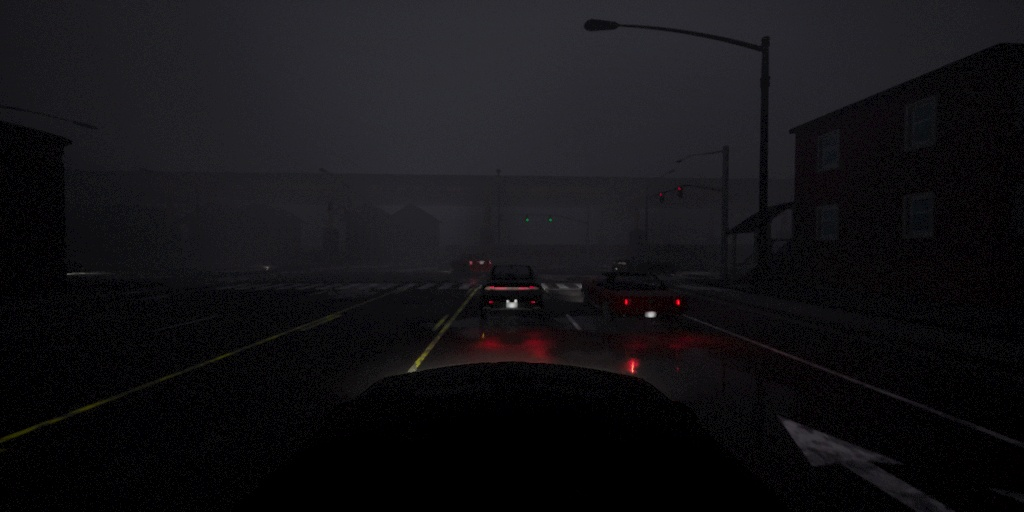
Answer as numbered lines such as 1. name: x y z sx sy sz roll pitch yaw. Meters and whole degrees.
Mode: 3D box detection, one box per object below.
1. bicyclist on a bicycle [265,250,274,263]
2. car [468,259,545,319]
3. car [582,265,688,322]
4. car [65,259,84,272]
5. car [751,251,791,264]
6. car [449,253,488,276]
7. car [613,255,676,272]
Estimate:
1. bicyclist on a bicycle: -31.432 0.108 46.447 0.582 1.620 1.656 0 2 0
2. car: -0.012 1.022 11.780 2.128 1.511 4.902 0 1 0
3. car: 3.491 1.140 11.249 1.895 1.301 4.718 0 1 0
4. car: -38.683 0.739 29.921 4.181 1.385 1.994 0 1 0
5. car: 30.165 0.213 41.166 4.553 1.767 2.097 0 1 0
6. car: -3.317 0.525 28.363 2.097 1.767 4.553 -1 2 -29
7. car: 9.718 0.696 26.330 4.902 1.511 2.128 -1 1 -20
